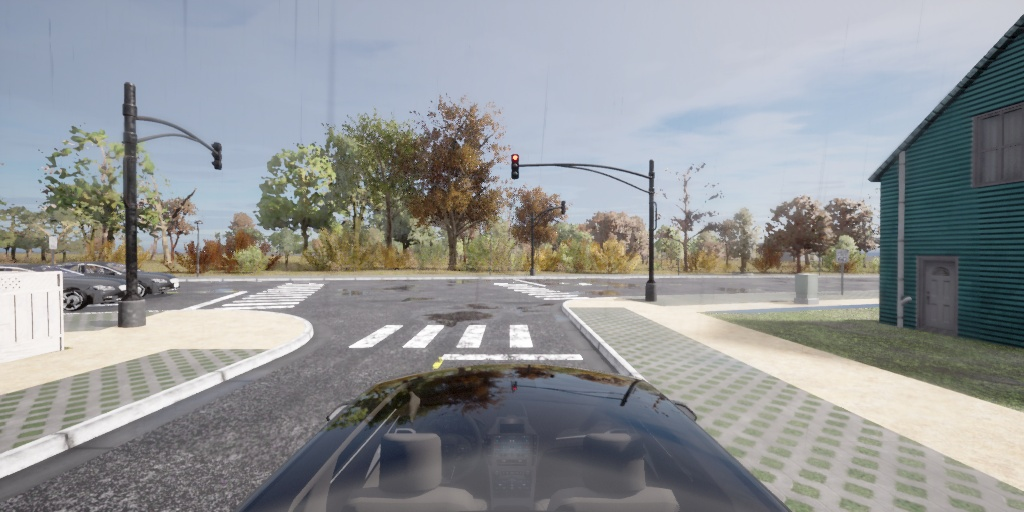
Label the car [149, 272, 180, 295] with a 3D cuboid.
[{"bbox_3d":[-17.113,0.990,14.937,4.902,1.511,2.128,1,0,-22],"label":"car"}]

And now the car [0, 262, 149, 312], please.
[{"bbox_3d":[-15.957,1.019,11.887,4.902,1.511,2.128,1,0,-22],"label":"car"}]
